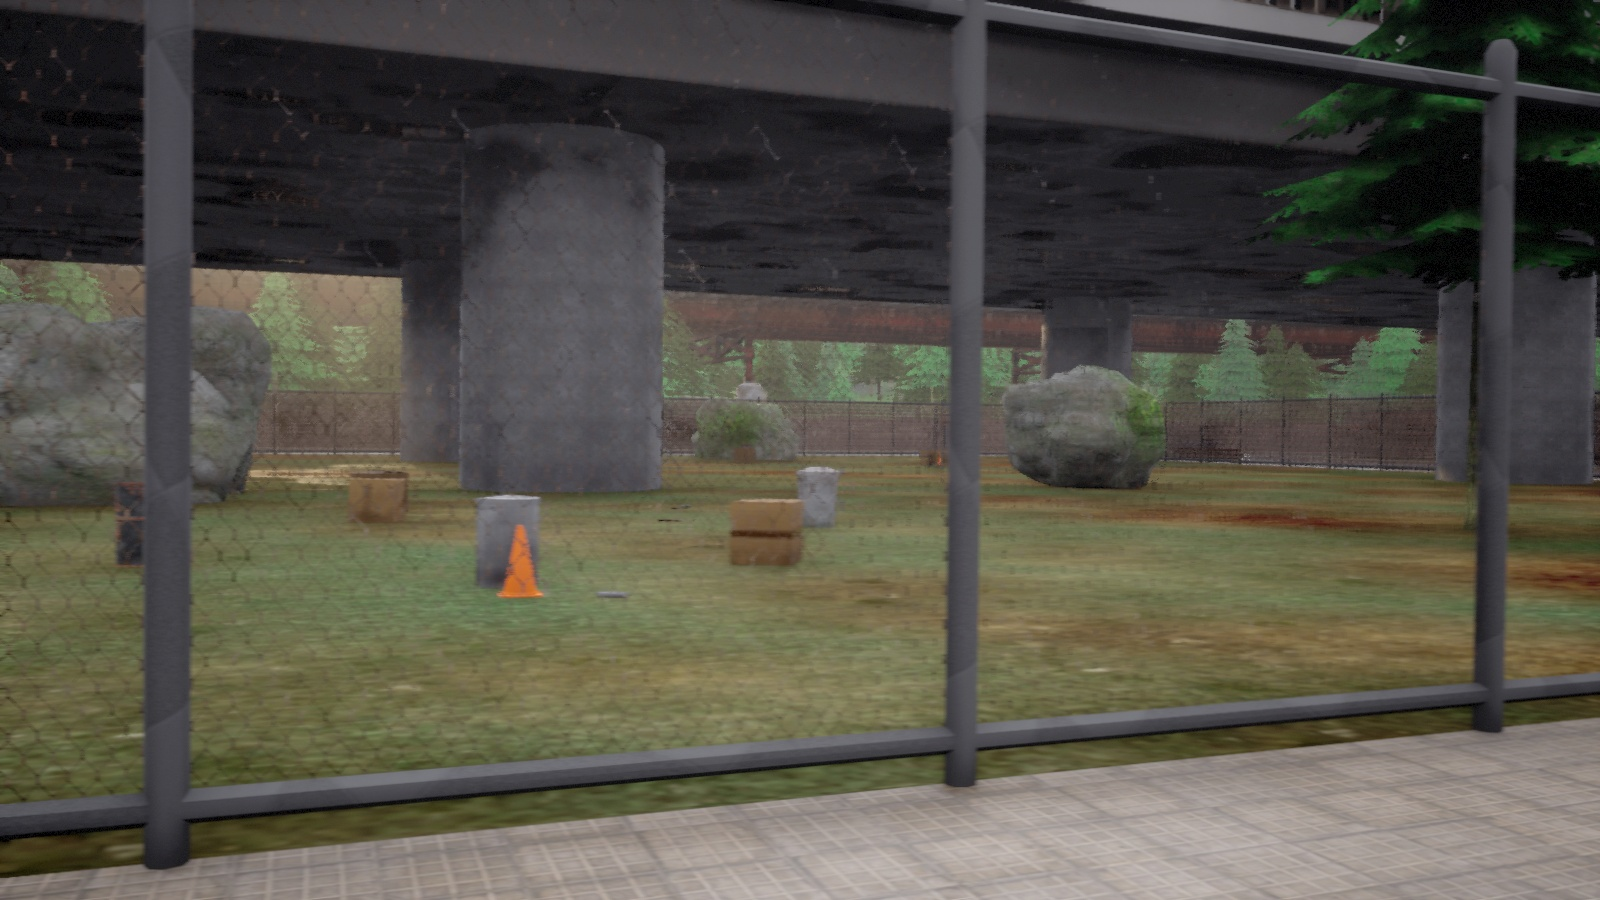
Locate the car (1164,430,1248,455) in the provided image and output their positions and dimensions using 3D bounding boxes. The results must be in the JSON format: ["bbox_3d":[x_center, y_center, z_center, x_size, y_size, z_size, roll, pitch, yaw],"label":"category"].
[{"bbox_3d":[22.257,-0.410,69.015,1.895,1.301,4.718,-1,1,-20],"label":"car"}]
